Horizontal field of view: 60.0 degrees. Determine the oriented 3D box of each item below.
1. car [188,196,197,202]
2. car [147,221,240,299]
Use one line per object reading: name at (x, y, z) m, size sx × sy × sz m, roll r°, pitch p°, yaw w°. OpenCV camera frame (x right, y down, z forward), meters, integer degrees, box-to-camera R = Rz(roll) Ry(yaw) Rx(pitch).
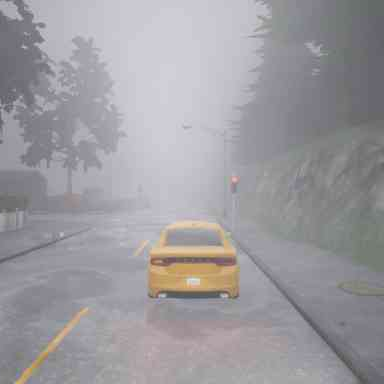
car at (0.012, 1.508, 71.061) m, size 1.895 × 1.301 × 4.718 m, roll 0°, pitch 0°, yaw 0°
car at (0.049, 1.478, 8.528) m, size 1.882 × 1.535 × 5.008 m, roll 0°, pitch 0°, yaw 1°
